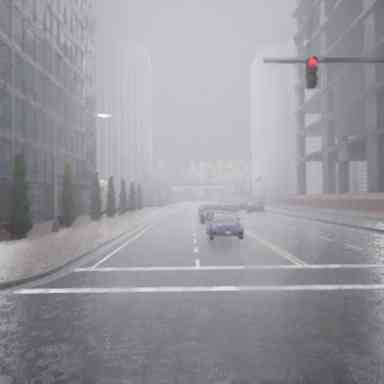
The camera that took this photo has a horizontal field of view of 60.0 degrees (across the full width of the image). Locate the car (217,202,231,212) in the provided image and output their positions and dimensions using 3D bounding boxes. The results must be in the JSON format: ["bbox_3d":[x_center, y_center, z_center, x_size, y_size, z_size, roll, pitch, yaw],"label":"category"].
[{"bbox_3d":[5.345,2.512,56.324,1.994,1.385,4.181,-1,-1,0],"label":"car"}]

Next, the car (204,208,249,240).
[{"bbox_3d":[1.864,1.879,19.492,1.812,1.442,4.674,-1,-1,0],"label":"car"}]

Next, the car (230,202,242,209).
[{"bbox_3d":[5.422,2.284,47.408,2.128,1.511,4.902,-1,-1,0],"label":"car"}]

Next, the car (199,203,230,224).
[{"bbox_3d":[1.820,1.881,29.637,2.097,1.767,4.553,-1,-1,0],"label":"car"}]

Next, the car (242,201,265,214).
[{"bbox_3d":[8.920,2.101,47.423,2.097,1.767,4.553,-1,-1,0],"label":"car"}]

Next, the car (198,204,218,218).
[{"bbox_3d":[1.806,2.200,39.939,2.128,1.511,4.902,-1,-1,0],"label":"car"}]

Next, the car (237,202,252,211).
[{"bbox_3d":[8.844,2.409,56.336,1.837,1.490,4.892,-1,-1,0],"label":"car"}]
